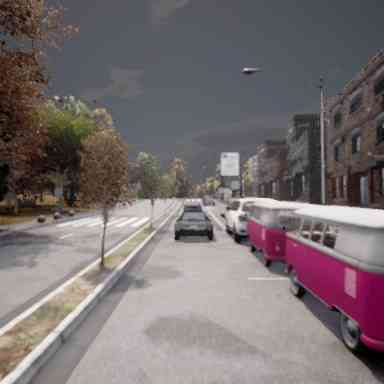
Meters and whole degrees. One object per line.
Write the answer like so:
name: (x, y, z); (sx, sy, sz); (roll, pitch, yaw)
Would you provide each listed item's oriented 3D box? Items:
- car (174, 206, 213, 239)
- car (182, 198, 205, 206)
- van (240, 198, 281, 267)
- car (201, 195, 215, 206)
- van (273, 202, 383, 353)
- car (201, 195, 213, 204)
car: (0.090, 1.675, 18.078); (1.994, 1.385, 4.181); (0, 0, 0)
car: (0.084, 1.687, 33.838); (1.837, 1.490, 4.892); (0, 0, 0)
van: (3.045, 1.330, 11.748); (1.878, 1.987, 4.442); (0, 0, 0)
car: (2.899, 1.618, 56.041); (2.033, 1.411, 5.357); (0, 1, 0)
van: (3.047, 1.297, 6.201); (1.878, 1.987, 4.442); (0, 0, 0)
car: (2.896, 1.378, 63.837); (2.128, 1.511, 4.902); (0, 1, 0)
